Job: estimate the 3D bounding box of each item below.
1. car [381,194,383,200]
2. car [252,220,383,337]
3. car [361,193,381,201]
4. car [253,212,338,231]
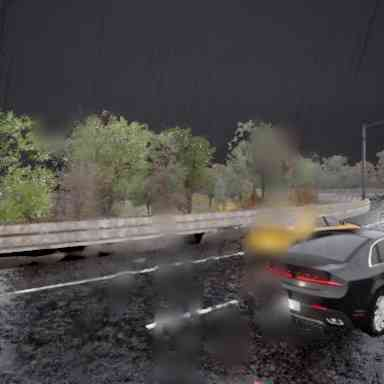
[{"bbox_3d":[41.693,1.171,71.136,1.837,1.490,4.892,0,0,9],"label":"car"},{"bbox_3d":[3.438,1.491,6.706,4.892,1.490,1.837,0,0,-39],"label":"car"},{"bbox_3d":[38.259,1.283,71.812,1.895,1.301,4.718,0,0,9],"label":"car"},{"bbox_3d":[4.269,1.460,11.975,5.008,1.535,1.882,0,0,-40],"label":"car"}]
